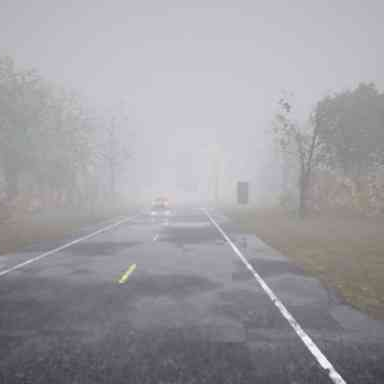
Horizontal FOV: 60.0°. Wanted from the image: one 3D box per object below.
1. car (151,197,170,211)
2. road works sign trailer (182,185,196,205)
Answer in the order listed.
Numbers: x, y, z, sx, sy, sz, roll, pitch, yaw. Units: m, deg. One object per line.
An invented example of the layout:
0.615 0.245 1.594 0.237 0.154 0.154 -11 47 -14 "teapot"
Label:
-3.791 1.376 40.733 2.097 1.767 4.553 0 0 0 "car"
-0.421 0.499 61.009 2.380 3.560 2.880 0 0 1 "road works sign trailer"
